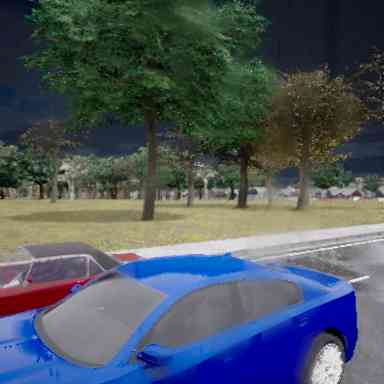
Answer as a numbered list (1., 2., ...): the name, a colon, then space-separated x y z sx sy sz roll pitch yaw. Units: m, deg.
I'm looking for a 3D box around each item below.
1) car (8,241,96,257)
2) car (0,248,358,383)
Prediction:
1. car: -2.722 1.604 5.736 4.718 1.301 1.895 0 0 -36
2. car: -0.248 1.483 3.508 5.008 1.535 1.882 0 0 -36
